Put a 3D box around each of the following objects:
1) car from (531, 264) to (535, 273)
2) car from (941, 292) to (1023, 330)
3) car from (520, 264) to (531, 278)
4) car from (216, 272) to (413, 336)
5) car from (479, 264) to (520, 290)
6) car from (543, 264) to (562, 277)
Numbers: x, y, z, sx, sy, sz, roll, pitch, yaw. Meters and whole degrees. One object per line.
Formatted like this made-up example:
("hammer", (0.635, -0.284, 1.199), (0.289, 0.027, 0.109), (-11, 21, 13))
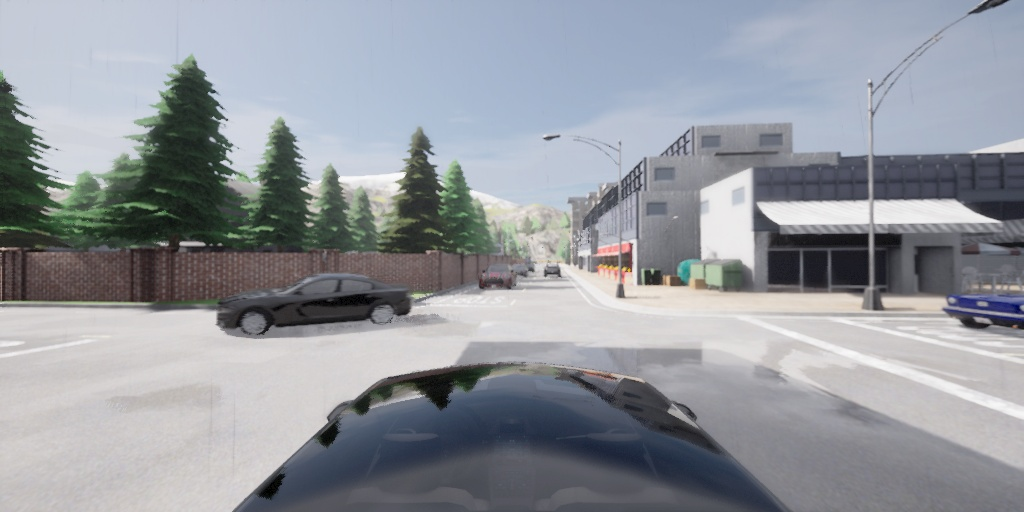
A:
("car", (2.499, 1.859, 54.647), (1.895, 1.301, 4.718), (0, -1, 7))
("car", (13.358, 1.211, 8.262), (4.718, 1.301, 1.895), (0, -1, 7))
("car", (0.777, 1.625, 39.763), (1.837, 1.490, 4.892), (0, -1, 7))
("car", (-5.498, 1.247, 10.586), (5.008, 1.535, 1.882), (1, 3, -31))
("car", (-0.904, 1.331, 24.736), (2.097, 1.767, 4.553), (0, -1, 6))
("car", (4.683, 1.618, 41.508), (2.128, 1.511, 4.902), (0, -1, 6))
